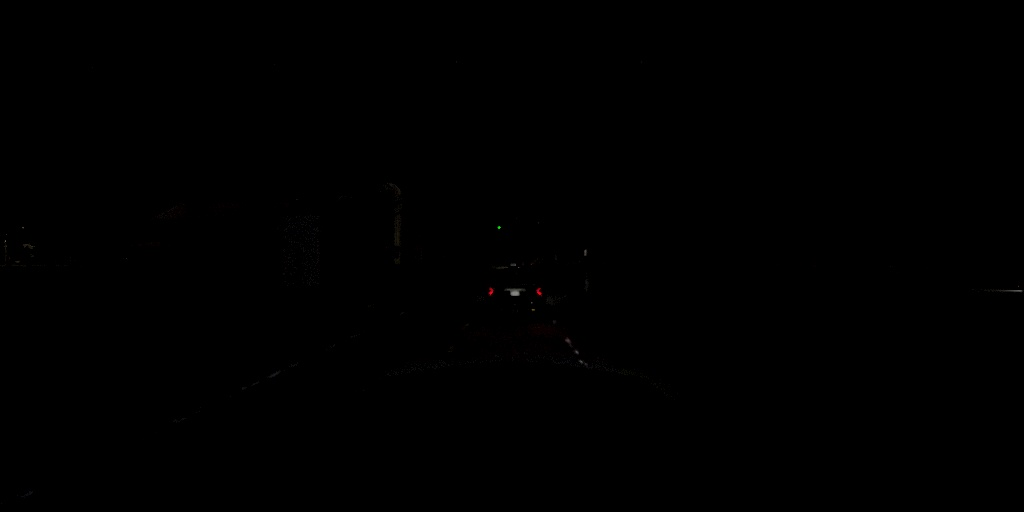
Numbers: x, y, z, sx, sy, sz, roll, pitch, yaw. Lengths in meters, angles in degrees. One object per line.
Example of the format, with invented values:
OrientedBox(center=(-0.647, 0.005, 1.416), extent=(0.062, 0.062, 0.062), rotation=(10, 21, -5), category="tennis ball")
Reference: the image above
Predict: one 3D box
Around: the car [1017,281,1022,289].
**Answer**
OrientedBox(center=(47.295, 2.400, 31.359), extent=(4.181, 1.385, 1.994), rotation=(1, -2, 1), category="car")

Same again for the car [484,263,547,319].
OrientedBox(center=(0.202, 1.259, 13.737), extent=(2.097, 1.767, 4.553), rotation=(0, -1, 3), category="car")
